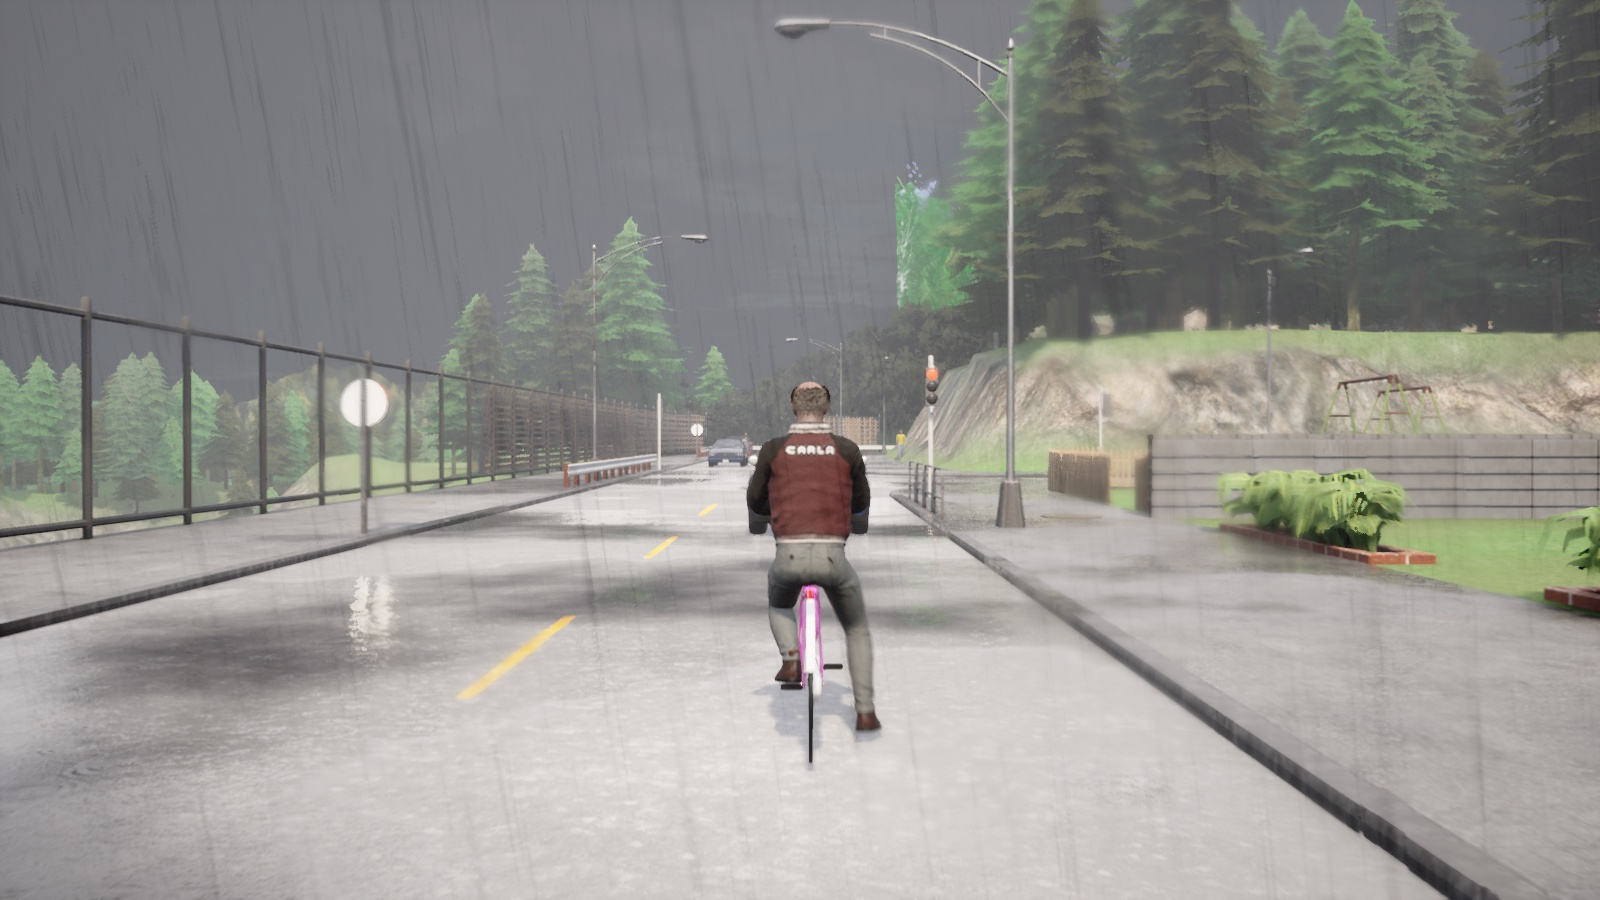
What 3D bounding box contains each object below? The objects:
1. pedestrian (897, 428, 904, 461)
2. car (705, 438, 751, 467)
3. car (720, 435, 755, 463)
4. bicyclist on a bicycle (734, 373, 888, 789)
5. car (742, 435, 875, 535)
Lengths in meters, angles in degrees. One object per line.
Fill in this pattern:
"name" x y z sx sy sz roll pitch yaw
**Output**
"pedestrian" 5.692 -0.310 70.932 0.354 1.836 0.706 0 1 0
"car" -3.592 0.101 63.460 2.033 1.411 5.357 0 1 0
"car" -3.576 -0.064 72.320 1.789 1.549 3.705 0 1 0
"bicyclist on a bicycle" 0.051 0.548 6.278 0.659 1.776 1.843 0 1 0
"car" 0.132 0.489 20.426 1.970 1.475 3.806 0 1 0
